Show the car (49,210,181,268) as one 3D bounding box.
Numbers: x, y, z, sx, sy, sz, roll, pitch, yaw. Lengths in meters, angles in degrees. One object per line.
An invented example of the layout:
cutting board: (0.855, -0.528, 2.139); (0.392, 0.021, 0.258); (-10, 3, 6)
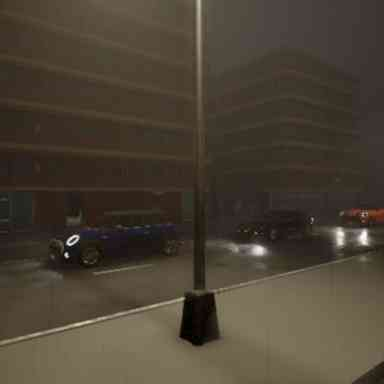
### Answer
car: (-2.680, 1.496, 12.047); (4.553, 1.767, 2.097); (0, -1, -38)

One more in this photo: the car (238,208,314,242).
car: (4.537, 1.653, 17.623); (4.892, 1.490, 1.837); (0, -1, -38)

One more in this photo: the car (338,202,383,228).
car: (12.407, 1.504, 23.706); (4.553, 1.767, 2.097); (0, -1, -38)
